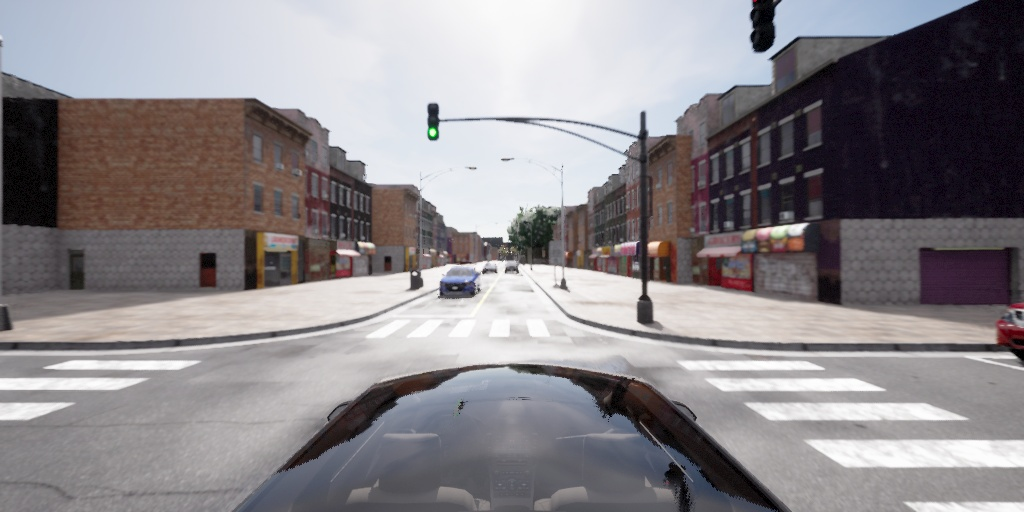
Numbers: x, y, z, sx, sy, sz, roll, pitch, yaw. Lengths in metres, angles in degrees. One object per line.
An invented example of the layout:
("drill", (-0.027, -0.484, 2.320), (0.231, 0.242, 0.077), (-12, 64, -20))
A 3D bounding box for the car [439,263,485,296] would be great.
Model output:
("car", (-2.866, 1.350, 20.483), (1.882, 1.535, 5.008), (0, 0, 0))

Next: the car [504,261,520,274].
("car", (-0.037, 1.565, 47.910), (1.812, 1.442, 4.674), (0, 0, 0))

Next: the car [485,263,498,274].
("car", (-2.833, 1.599, 47.646), (2.033, 1.411, 5.357), (0, 0, 1))

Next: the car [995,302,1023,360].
("car", (11.704, 1.124, 6.095), (5.009, 1.841, 2.192), (0, 0, 0))
